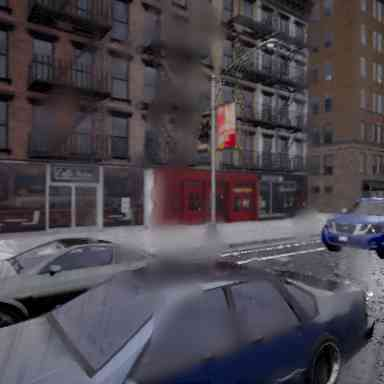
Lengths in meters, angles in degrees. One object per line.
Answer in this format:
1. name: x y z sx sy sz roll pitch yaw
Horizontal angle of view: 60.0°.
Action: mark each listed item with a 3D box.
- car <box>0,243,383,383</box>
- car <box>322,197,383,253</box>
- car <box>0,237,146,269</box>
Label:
1. car: -0.125 1.550 3.595 5.357 1.411 2.033 0 0 -35
2. car: 7.407 1.237 12.906 5.566 2.045 2.150 0 0 -35
3. car: -2.275 1.566 6.052 4.181 1.385 1.994 0 0 -36
